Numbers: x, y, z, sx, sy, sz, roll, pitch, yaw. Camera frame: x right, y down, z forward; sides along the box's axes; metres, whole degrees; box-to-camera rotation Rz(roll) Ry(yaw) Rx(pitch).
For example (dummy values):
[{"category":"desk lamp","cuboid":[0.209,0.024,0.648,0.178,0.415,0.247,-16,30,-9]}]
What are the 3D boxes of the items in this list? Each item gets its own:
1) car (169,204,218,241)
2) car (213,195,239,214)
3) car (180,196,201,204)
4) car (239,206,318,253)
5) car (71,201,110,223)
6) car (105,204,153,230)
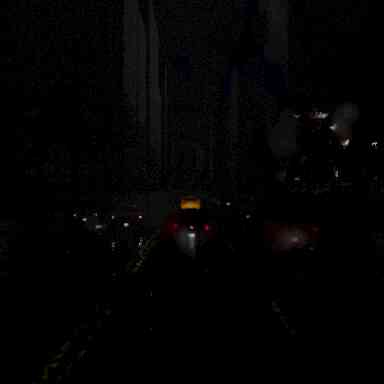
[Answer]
[{"category":"car","cuboid":[-0.018,1.449,15.759,1.895,1.301,4.718,0,1,0]},{"category":"car","cuboid":[3.118,1.049,30.925,2.097,1.767,4.553,0,1,-1]},{"category":"car","cuboid":[-0.144,1.156,32.606,1.882,1.535,5.008,0,1,0]},{"category":"car","cuboid":[3.248,1.352,13.046,1.882,1.535,5.008,0,1,0]},{"category":"car","cuboid":[-6.774,1.319,23.590,2.033,1.411,5.357,0,1,0]},{"category":"car","cuboid":[-3.496,1.409,19.850,1.895,1.301,4.718,0,1,0]}]
